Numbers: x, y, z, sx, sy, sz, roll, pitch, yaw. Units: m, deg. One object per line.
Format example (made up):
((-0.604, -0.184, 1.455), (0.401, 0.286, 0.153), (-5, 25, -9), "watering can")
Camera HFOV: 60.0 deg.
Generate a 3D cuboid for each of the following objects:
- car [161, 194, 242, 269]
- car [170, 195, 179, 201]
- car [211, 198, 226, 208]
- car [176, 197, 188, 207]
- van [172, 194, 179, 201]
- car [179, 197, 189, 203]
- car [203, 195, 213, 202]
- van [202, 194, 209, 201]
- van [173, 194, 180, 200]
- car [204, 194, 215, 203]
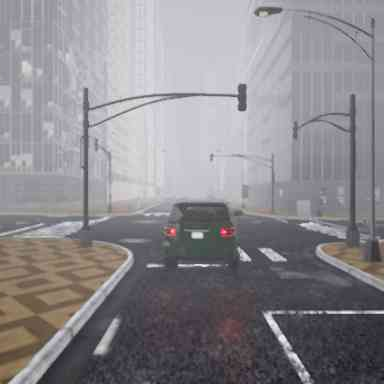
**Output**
((0.507, 1.231, 11.390), (2.150, 2.045, 5.566), (0, 0, 8), "car")
((-4.250, 1.456, 82.470), (1.967, 1.590, 4.097), (0, 0, 0), "car")
((3.866, 1.597, 49.350), (1.947, 1.339, 4.313), (0, 0, 0), "car")
((-1.592, 1.556, 53.438), (1.812, 1.442, 4.674), (0, 0, 0), "car")
((-4.282, 1.353, 87.997), (1.690, 1.788, 3.998), (0, 0, 0), "van")
((-1.609, 1.621, 68.817), (1.895, 1.301, 4.718), (0, 0, 0), "car")
((3.661, 1.460, 76.987), (1.967, 1.590, 4.097), (0, 0, 0), "car")
((3.598, 1.353, 88.042), (1.690, 1.788, 3.998), (0, 0, 0), "van")
((-4.313, 1.349, 93.525), (1.690, 1.788, 3.998), (0, 0, 0), "van")
((3.692, 1.339, 71.459), (2.192, 1.841, 5.009), (0, 0, 0), "car")
